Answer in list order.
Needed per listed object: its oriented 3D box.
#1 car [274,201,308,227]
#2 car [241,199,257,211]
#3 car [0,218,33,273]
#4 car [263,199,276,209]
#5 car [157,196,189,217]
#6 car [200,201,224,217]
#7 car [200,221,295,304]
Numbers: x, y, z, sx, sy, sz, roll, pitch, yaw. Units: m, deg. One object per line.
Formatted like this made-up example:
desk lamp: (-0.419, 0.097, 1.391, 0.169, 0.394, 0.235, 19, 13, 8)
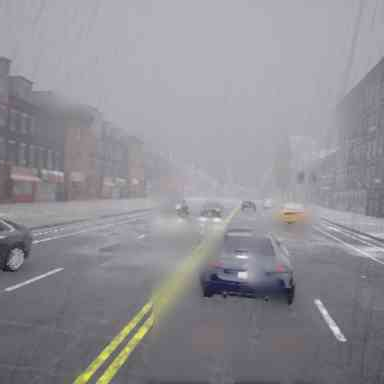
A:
car: (7.646, 1.759, 25.561, 1.882, 1.535, 5.008, 3, 0, 10)
car: (7.657, 1.667, 44.797, 1.837, 1.490, 4.892, 3, 0, 10)
car: (-5.584, 1.259, 7.266, 1.837, 1.490, 4.892, 3, 0, 10)
car: (11.775, 1.830, 49.598, 1.812, 1.442, 4.674, 3, 0, 10)
car: (-1.627, 1.213, 29.913, 2.097, 1.767, 4.553, 3, 0, 10)
car: (2.018, 1.556, 31.771, 2.033, 1.411, 5.357, 3, 0, 10)
car: (1.417, 1.622, 8.503, 1.994, 1.385, 4.181, 3, 0, 10)
